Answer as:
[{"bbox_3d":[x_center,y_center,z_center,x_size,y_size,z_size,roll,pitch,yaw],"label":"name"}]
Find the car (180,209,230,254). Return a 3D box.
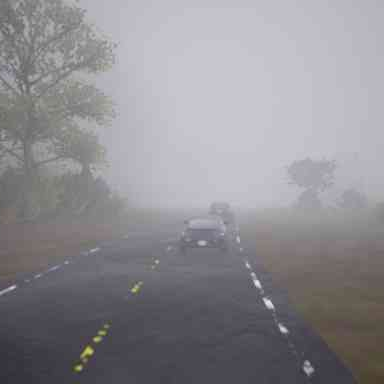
[{"bbox_3d":[0.579,1.667,14.216,1.812,1.442,4.674,0,0,6],"label":"car"}]

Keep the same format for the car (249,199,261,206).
[{"bbox_3d":[13.442,2.280,70.828,2.128,1.511,4.902,0,-1,22],"label":"car"}]

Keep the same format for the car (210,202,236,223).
[{"bbox_3d":[2.595,1.641,28.617,2.097,1.767,4.553,0,-1,11],"label":"car"}]

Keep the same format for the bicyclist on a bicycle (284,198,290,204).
[{"bbox_3d":[25.051,2.402,89.202,0.866,1.612,1.509,0,-1,22],"label":"bicyclist on a bicycle"}]
